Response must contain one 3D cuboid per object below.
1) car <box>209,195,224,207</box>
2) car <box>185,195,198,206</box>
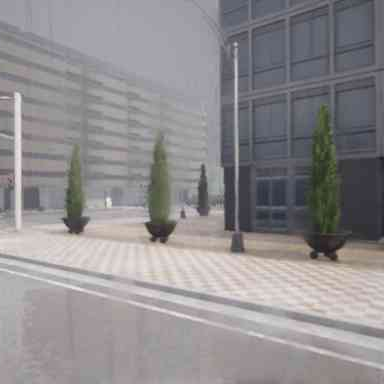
[{"bbox_3d":[3.896,1.502,58.554,2.150,2.045,5.566,-1,-1,36],"label":"car"},{"bbox_3d":[1.089,1.540,60.645,2.150,2.045,5.566,-1,-1,36],"label":"car"}]
